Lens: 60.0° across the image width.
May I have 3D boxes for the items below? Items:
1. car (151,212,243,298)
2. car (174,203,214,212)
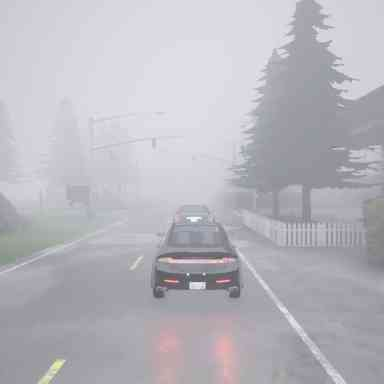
[{"bbox_3d":[0.097,1.492,8.477,2.128,1.511,4.902,0,0,0],"label":"car"},{"bbox_3d":[0.094,1.352,17.631,2.097,1.767,4.553,0,0,0],"label":"car"}]
